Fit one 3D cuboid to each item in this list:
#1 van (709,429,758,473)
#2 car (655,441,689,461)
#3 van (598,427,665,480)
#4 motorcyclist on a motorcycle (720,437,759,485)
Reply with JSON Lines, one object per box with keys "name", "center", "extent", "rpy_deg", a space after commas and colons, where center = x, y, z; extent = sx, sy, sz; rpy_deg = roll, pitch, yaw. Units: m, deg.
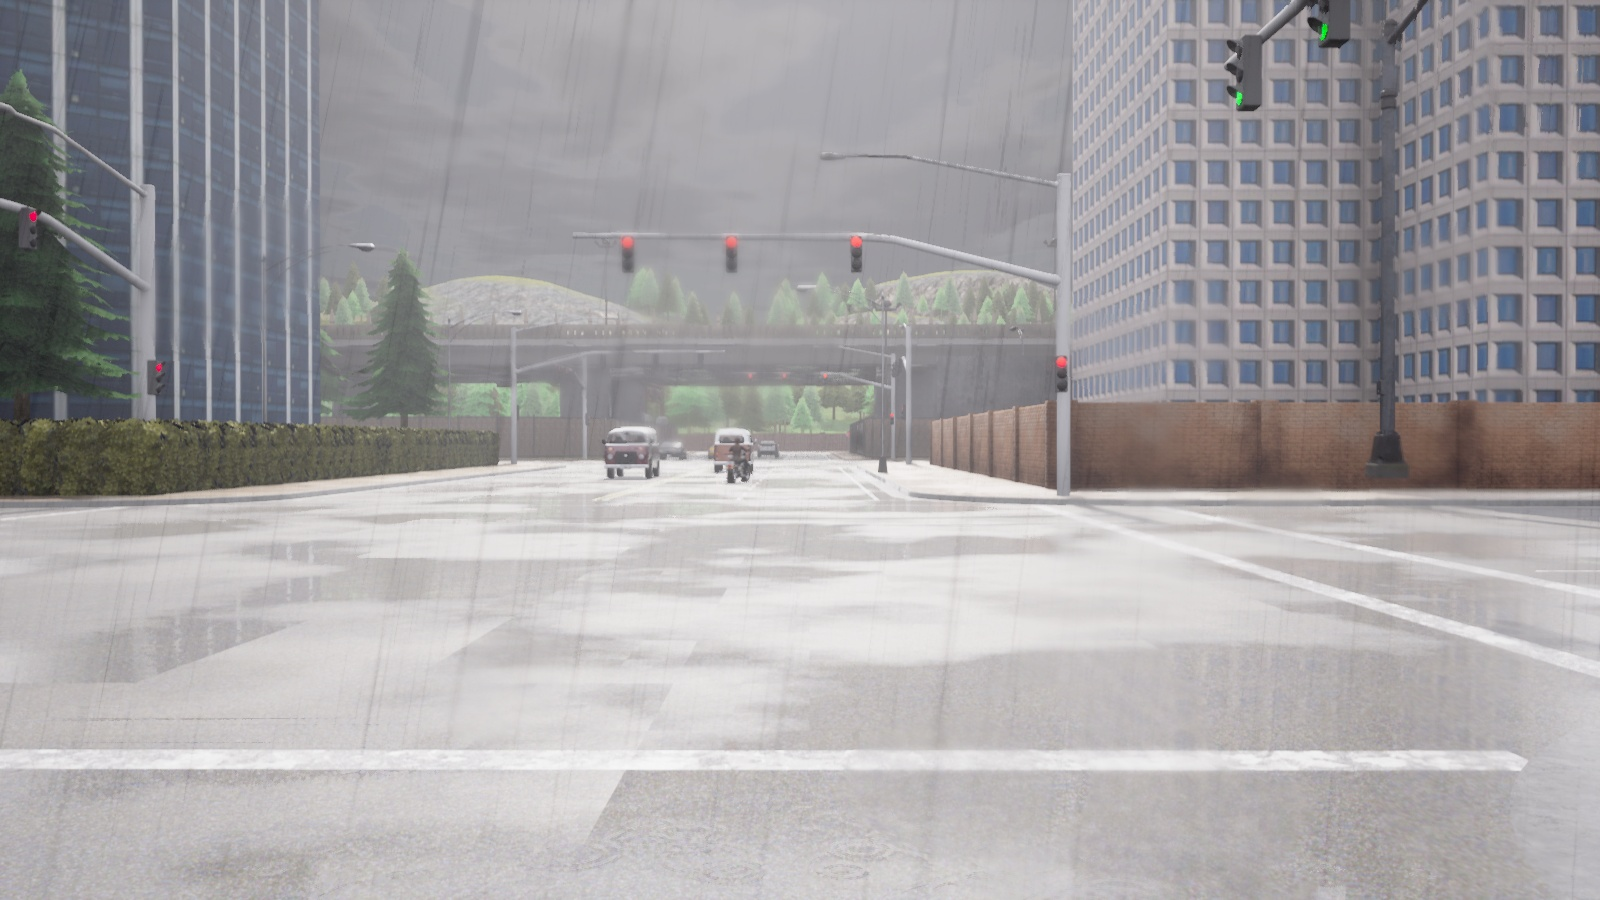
{"name": "van", "center": [-3.158, 0.037, 60.406], "extent": [2.069, 2.038, 4.480], "rpy_deg": [0, 0, 0]}
{"name": "car", "center": [-9.955, 0.039, 98.146], "extent": [2.163, 1.488, 4.792], "rpy_deg": [0, 0, 0]}
{"name": "van", "center": [-6.711, 0.105, 50.500], "extent": [2.069, 2.038, 4.480], "rpy_deg": [0, 0, 0]}
{"name": "motorcyclist on a motorcycle", "center": [-2.136, 0.376, 44.716], "extent": [0.766, 1.649, 2.350], "rpy_deg": [0, 0, 14]}
